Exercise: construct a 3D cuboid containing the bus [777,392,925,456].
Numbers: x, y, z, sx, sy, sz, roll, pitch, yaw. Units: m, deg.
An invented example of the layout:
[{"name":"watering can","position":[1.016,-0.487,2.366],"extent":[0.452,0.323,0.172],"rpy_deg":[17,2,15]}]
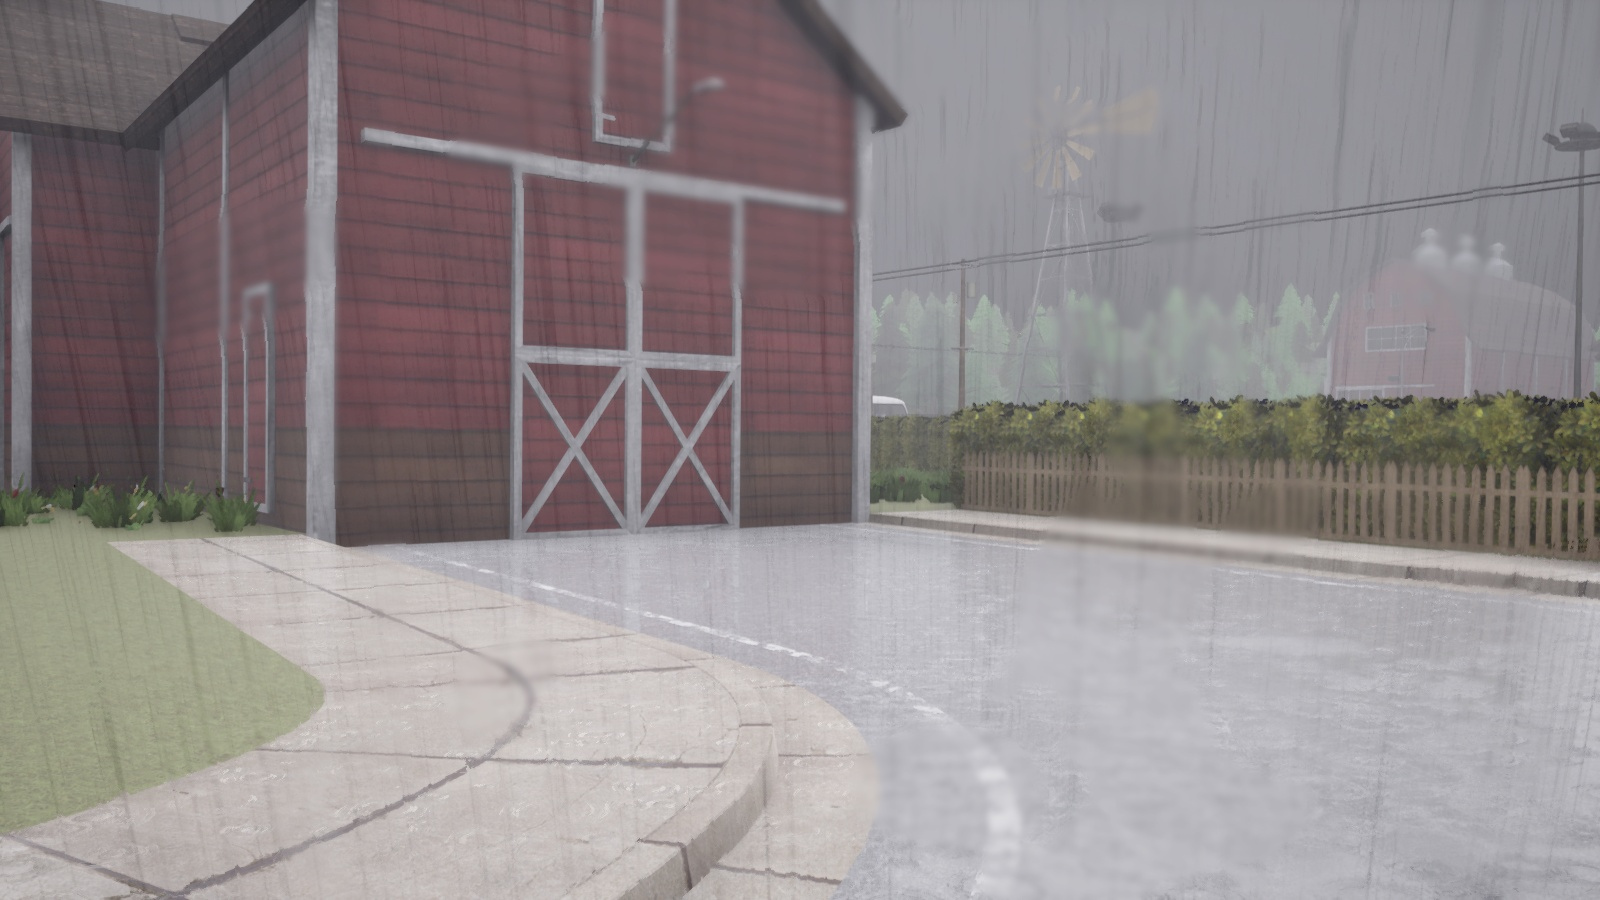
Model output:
[{"name":"bus","position":[3.720,-1.862,89.305],"extent":[10.273,4.253,3.944],"rpy_deg":[-1,1,-37]}]
